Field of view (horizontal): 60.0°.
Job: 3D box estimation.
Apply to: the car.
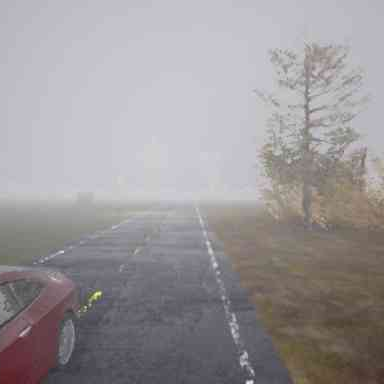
[{"bbox_3d":[-2.469,1.516,2.920,1.812,1.442,4.674,0,0,0],"label":"car"}]
